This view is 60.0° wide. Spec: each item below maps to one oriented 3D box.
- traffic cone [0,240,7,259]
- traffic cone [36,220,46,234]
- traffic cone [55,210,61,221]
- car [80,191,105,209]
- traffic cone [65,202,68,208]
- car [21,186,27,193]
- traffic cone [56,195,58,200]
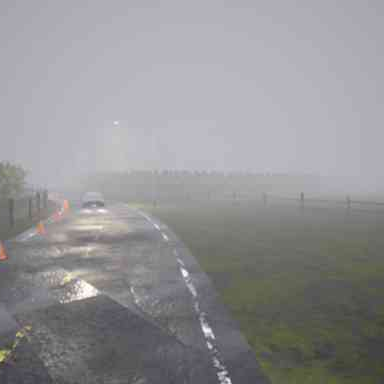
[{"bbox_3d":[-5.723,1.658,9.880,0.340,0.580,0.340,0,2,-10],"label":"traffic cone"},{"bbox_3d":[-6.650,1.512,14.668,0.340,0.580,0.340,0,2,-12],"label":"traffic cone"},{"bbox_3d":[-7.810,1.366,19.404,0.340,0.580,0.340,-1,2,-15],"label":"traffic cone"},{"bbox_3d":[-8.858,0.642,29.498,2.033,1.411,5.357,-1,2,-21],"label":"car"},{"bbox_3d":[-9.200,1.223,24.079,0.340,0.580,0.340,-1,2,-18],"label":"traffic cone"},{"bbox_3d":[-36.138,-0.634,70.051,1.837,1.490,4.892,-2,3,-44],"label":"car"},{"bbox_3d":[-16.979,0.678,41.937,0.340,0.580,0.340,-1,2,-29],"label":"traffic cone"}]
